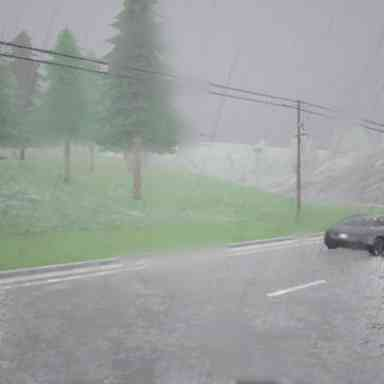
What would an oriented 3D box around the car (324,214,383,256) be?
[{"bbox_3d":[7.148,1.562,13.217,4.181,1.385,1.994,0,0,-35],"label":"car"}]
